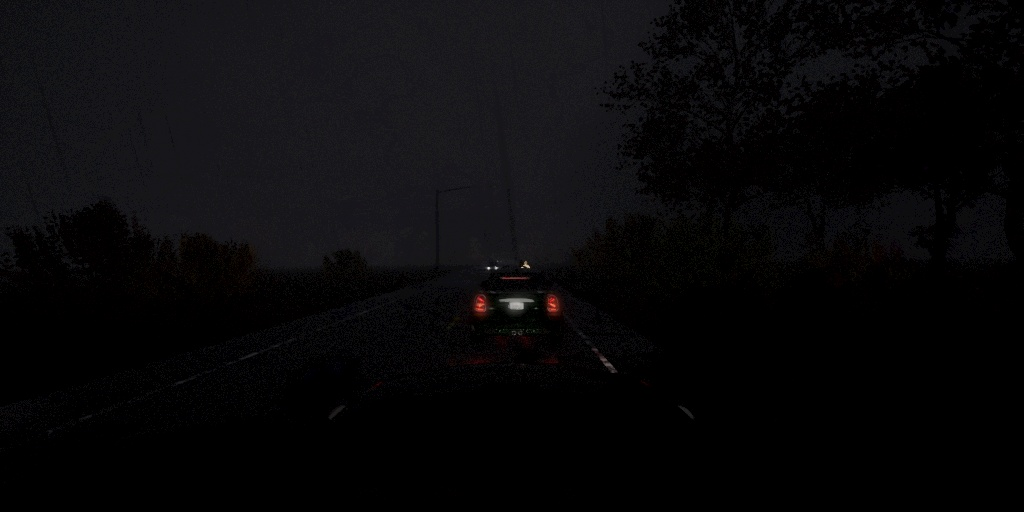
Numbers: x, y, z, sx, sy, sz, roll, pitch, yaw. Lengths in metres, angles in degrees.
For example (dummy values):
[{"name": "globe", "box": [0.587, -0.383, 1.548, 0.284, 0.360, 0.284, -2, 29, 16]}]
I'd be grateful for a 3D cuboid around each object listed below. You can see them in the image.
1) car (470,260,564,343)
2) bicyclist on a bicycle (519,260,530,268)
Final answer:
[{"name": "car", "box": [0.113, 1.099, 9.857, 2.097, 1.767, 4.553, 0, 0, 0]}, {"name": "bicyclist on a bicycle", "box": [0.974, 1.177, 25.680, 0.866, 1.612, 1.509, 0, 0, 1]}]
